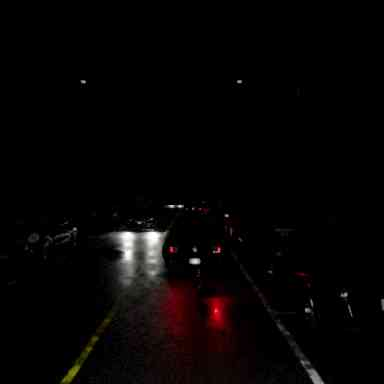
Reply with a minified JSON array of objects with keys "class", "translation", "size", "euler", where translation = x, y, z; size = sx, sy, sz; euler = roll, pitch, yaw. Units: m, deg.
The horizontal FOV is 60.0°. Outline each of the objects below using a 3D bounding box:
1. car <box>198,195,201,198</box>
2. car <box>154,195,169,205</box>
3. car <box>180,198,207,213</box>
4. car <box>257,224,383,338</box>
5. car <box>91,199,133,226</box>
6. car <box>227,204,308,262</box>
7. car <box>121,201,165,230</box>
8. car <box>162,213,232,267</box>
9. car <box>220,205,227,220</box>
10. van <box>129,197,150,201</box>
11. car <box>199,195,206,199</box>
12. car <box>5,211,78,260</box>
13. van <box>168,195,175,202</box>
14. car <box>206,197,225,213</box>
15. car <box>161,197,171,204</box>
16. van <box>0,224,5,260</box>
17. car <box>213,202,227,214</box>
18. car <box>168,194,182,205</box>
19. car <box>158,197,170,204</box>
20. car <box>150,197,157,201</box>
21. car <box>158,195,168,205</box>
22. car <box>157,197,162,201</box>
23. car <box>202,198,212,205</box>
[{"class":"car","translation":[2.807,1.846,74.271],"size":[1.802,1.307,4.206],"euler":[0,0,0]},{"class":"car","translation":[-5.726,1.536,62.999],"size":[2.192,1.841,5.009],"euler":[0,0,0]},{"class":"car","translation":[0.122,1.661,33.909],"size":[2.033,1.411,5.357],"euler":[0,0,0]},{"class":"car","translation":[2.764,1.589,6.636],"size":[1.947,1.339,4.313],"euler":[0,0,0]},{"class":"car","translation":[-5.750,1.519,23.543],"size":[1.967,1.590,4.097],"euler":[0,0,0]},{"class":"car","translation":[2.767,1.356,12.273],"size":[2.192,1.841,5.009],"euler":[0,0,0]},{"class":"car","translation":[-3.086,1.578,21.901],"size":[1.837,1.490,4.892],"euler":[0,0,0]},{"class":"car","translation":[0.099,1.640,11.488],"size":[1.895,1.301,4.718],"euler":[0,0,0]},{"class":"car","translation":[2.772,1.605,17.909],"size":[1.887,1.381,4.507],"euler":[0,0,0]},{"class":"van","translation":[-5.743,1.458,34.816],"size":[1.690,1.788,3.998],"euler":[0,0,0]},{"class":"car","translation":[2.388,1.682,51.697],"size":[1.837,1.490,4.892],"euler":[0,0,0]},{"class":"car","translation":[-5.757,1.481,12.269],"size":[1.967,1.590,4.097],"euler":[0,0,0]},{"class":"van","translation":[-5.708,1.675,91.182],"size":[1.690,1.788,3.998],"euler":[0,0,0]},{"class":"car","translation":[2.782,1.557,34.817],"size":[1.967,1.590,4.097],"euler":[0,0,0]},{"class":"car","translation":[-5.718,1.830,74.271],"size":[1.947,1.339,4.313],"euler":[0,0,0]},{"class":"van","translation":[-5.761,1.363,6.633],"size":[1.690,1.788,3.998],"euler":[0,0,0]},{"class":"car","translation":[2.775,1.645,23.545],"size":[1.947,1.339,4.313],"euler":[0,0,0]},{"class":"car","translation":[-2.993,1.442,62.863],"size":[2.150,2.045,5.566],"euler":[0,0,1]},{"class":"car","translation":[-5.721,1.808,68.635],"size":[1.947,1.339,4.313],"euler":[0,0,0]},{"class":"car","translation":[-5.739,1.661,40.282],"size":[1.752,1.417,4.829],"euler":[0,0,0]},{"class":"car","translation":[-5.729,1.639,57.361],"size":[1.967,1.590,4.097],"euler":[0,0,0]},{"class":"car","translation":[-5.736,1.708,46.088],"size":[2.008,1.369,4.403],"euler":[0,0,0]},{"class":"car","translation":[2.800,1.803,62.999],"size":[1.802,1.307,4.206],"euler":[0,0,0]}]
